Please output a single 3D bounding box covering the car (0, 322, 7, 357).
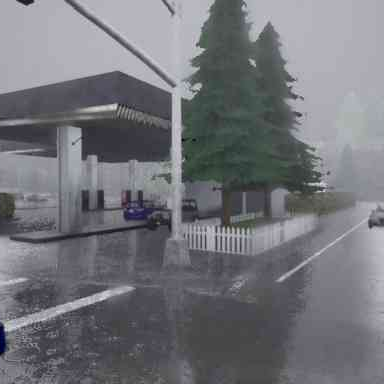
[{"bbox_3d":[-4.527,1.561,3.656,4.718,1.301,1.895,2,1,21],"label":"car"}]

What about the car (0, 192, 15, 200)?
[{"bbox_3d":[-42.871,1.007,75.799,3.866,1.878,1.905,0,0,32],"label":"car"}]

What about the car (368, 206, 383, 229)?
[{"bbox_3d":[12.412,1.572,21.057,1.994,1.385,4.181,0,0,33],"label":"car"}]

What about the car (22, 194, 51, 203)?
[{"bbox_3d":[-29.465,1.244,63.159,4.514,1.523,2.007,0,0,32],"label":"car"}]

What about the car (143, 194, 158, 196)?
[{"bbox_3d":[-11.237,1.188,77.449,5.027,1.636,2.152,0,0,32],"label":"car"}]

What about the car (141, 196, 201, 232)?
[{"bbox_3d":[-1.020,1.350,20.634,1.905,1.878,3.866,0,0,32],"label":"car"}]

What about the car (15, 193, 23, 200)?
[{"bbox_3d":[-41.660,1.015,78.473,4.605,1.855,1.932,0,0,32],"label":"car"}]

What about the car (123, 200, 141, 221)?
[{"bbox_3d":[-3.471,1.499,27.332,2.242,1.667,4.611,0,0,32],"label":"car"}]
